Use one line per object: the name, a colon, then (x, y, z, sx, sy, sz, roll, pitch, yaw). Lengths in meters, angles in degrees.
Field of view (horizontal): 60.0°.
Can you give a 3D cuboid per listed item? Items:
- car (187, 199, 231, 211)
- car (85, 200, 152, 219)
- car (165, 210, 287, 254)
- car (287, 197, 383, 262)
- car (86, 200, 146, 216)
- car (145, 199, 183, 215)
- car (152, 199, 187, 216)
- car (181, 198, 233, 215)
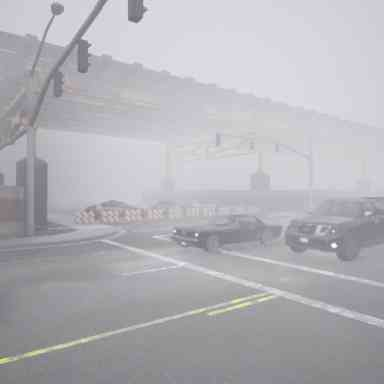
car: (1.423, 1.295, 34.042, 4.536, 1.218, 1.853, 0, 0, -7)
car: (-6.188, 1.453, 27.612, 4.974, 1.542, 2.038, 0, 0, 8)
car: (1.491, 1.601, 13.642, 4.718, 1.301, 1.895, 0, 0, -35)
car: (5.921, 1.221, 12.501, 5.566, 2.045, 2.150, 0, 0, -35)
car: (-6.239, 1.295, 27.619, 4.536, 1.218, 1.853, 0, 0, 8)
car: (-2.424, 1.295, 30.343, 1.853, 1.218, 4.536, 0, 0, 18)
car: (-2.440, 1.453, 30.293, 2.038, 1.542, 4.974, 0, 0, 18)
car: (1.475, 1.453, 34.049, 4.974, 1.542, 2.038, 0, 0, -7)
